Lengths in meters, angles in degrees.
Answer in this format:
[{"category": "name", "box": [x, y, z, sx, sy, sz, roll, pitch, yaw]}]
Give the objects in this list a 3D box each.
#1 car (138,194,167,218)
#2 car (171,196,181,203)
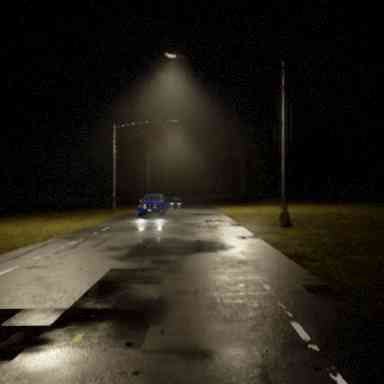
[{"category": "car", "box": [-3.595, 1.222, 30.945, 2.150, 2.045, 5.566, 0, 0, 0]}, {"category": "car", "box": [-3.496, 1.512, 72.208, 1.812, 1.442, 4.674, 0, 0, 0]}]
